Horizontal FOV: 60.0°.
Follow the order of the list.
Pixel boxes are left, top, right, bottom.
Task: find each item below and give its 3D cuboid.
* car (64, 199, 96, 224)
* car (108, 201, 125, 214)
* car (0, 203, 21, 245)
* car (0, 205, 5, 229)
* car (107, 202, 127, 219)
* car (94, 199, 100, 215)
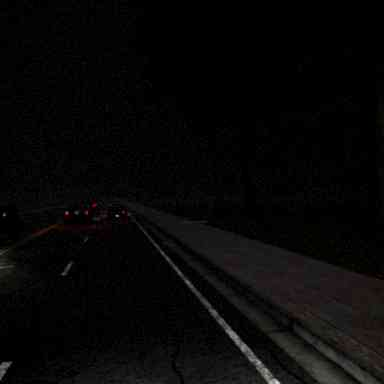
[{"bbox_3d":[-10.067,1.823,29.773,2.097,1.767,4.553,-2,0,-13],"label":"car"},{"bbox_3d":[-10.402,2.086,45.647,2.128,1.511,4.902,-2,-1,-13],"label":"car"},{"bbox_3d":[-10.657,1.627,17.364,2.150,2.045,5.566,-2,0,-13],"label":"car"},{"bbox_3d":[-15.542,1.943,24.163,2.097,1.767,4.553,-2,0,-13],"label":"car"},{"bbox_3d":[-7.731,2.036,34.242,1.895,1.301,4.718,-2,0,-13],"label":"car"},{"bbox_3d":[-13.310,1.887,43.543,2.150,2.045,5.566,-2,0,-11],"label":"car"}]
